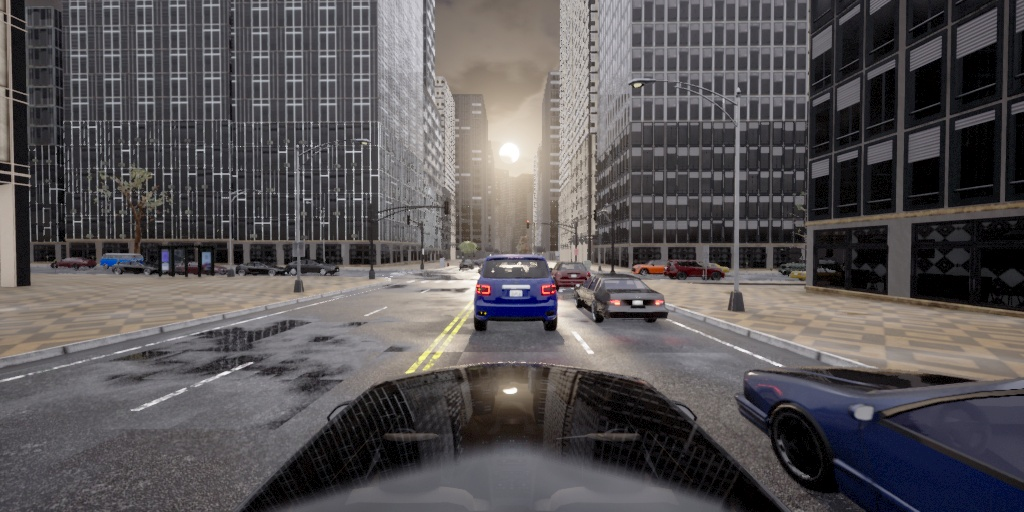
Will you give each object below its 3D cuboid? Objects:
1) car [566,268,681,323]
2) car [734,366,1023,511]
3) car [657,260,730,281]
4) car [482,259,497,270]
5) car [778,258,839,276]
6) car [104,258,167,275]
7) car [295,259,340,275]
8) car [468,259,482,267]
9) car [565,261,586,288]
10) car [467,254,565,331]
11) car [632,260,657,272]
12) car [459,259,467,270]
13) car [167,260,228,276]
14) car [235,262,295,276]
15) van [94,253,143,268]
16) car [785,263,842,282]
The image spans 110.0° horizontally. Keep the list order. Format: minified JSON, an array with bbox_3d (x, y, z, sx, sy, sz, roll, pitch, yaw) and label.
[{"bbox_3d":[3.349,1.293,12.085,2.033,1.411,5.357,0,0,0],"label":"car"},{"bbox_3d":[3.349,1.298,1.461,2.033,1.411,5.357,0,0,1],"label":"car"},{"bbox_3d":[16.187,1.268,32.146,5.009,1.841,2.192,0,0,1],"label":"car"},{"bbox_3d":[-3.346,1.191,53.439,1.882,1.535,5.008,0,0,0],"label":"car"},{"bbox_3d":[31.260,1.212,37.661,5.566,2.045,2.150,0,1,1],"label":"car"},{"bbox_3d":[-34.102,1.068,32.971,4.313,1.339,1.948,0,0,1],"label":"car"},{"bbox_3d":[-19.579,1.096,35.310,4.892,1.490,1.837,1,1,1],"label":"car"},{"bbox_3d":[-6.575,1.300,64.010,1.895,1.301,4.718,0,0,0],"label":"car"},{"bbox_3d":[3.345,1.091,21.492,2.097,1.767,4.553,0,0,0],"label":"car"},{"bbox_3d":[0.096,0.967,11.081,2.150,2.045,5.566,0,0,0],"label":"car"},{"bbox_3d":[15.030,1.202,37.919,4.553,1.767,2.097,1,1,0],"label":"car"},{"bbox_3d":[-6.611,1.218,52.546,1.837,1.490,4.892,0,0,-1],"label":"car"},{"bbox_3d":[-28.422,1.137,32.799,4.207,1.307,1.802,0,0,1],"label":"car"},{"bbox_3d":[-22.738,1.173,32.667,4.313,1.339,1.948,0,0,1],"label":"car"},{"bbox_3d":[-45.295,0.604,41.630,3.998,1.789,1.690,0,0,1],"label":"van"},{"bbox_3d":[27.636,1.577,31.951,4.829,1.417,1.751,0,0,1],"label":"car"}]
